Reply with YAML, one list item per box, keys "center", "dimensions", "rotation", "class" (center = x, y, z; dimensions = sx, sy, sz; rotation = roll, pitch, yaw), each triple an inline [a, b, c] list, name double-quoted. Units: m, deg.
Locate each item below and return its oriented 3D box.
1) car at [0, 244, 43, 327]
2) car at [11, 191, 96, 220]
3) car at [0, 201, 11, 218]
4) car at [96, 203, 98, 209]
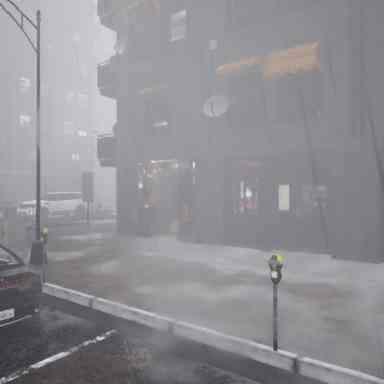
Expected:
- center: [-4.485, 1.551, 6.095]
  dimensions: [4.403, 1.369, 2.008]
  rotation: [0, 0, 36]
  class: "car"
- center: [-10.741, 0.994, 26.274]
  dimensions: [2.150, 2.045, 5.566]
  rotation: [0, 1, 35]
  class: "car"
- center: [-13.991, 1.350, 26.132]
  dimensions: [2.008, 1.369, 4.403]
  rotation: [1, 1, 35]
  class: "car"
- center: [-10.889, 1.250, 30.549]
  dimensions: [1.752, 1.417, 4.829]
  rotation: [1, 1, 35]
  class: "car"
